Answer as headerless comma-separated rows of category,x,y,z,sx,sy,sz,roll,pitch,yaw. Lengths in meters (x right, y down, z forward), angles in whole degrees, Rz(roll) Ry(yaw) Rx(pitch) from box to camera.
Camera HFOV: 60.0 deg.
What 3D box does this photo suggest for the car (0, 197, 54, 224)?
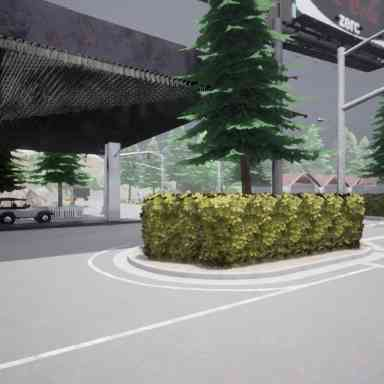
car,-11.963,1.313,23.490,3.866,1.878,1.905,0,0,-36
